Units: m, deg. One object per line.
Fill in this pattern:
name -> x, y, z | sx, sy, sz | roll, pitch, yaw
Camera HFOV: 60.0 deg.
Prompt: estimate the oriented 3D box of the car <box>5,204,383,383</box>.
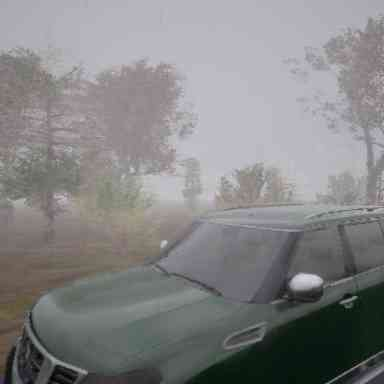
car -> 0.947, 1.207, 3.995 | 5.566, 2.045, 2.150 | 0, 0, -35
